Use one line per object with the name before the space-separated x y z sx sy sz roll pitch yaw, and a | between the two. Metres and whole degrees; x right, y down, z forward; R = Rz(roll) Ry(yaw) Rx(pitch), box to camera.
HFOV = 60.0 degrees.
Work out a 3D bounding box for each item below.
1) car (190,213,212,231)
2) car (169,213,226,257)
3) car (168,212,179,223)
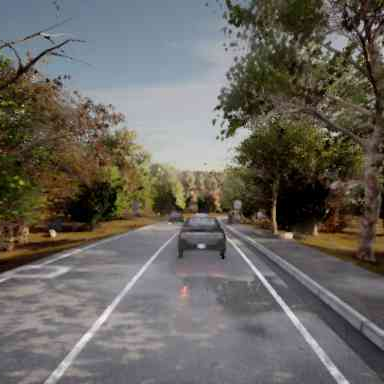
car | 0.834 2.709 30.629 1.812 1.442 4.674 0 -3 2
car | 0.414 1.812 14.249 2.128 1.511 4.902 0 -2 2
car | -2.295 3.629 47.617 2.033 1.411 5.357 0 -3 3
